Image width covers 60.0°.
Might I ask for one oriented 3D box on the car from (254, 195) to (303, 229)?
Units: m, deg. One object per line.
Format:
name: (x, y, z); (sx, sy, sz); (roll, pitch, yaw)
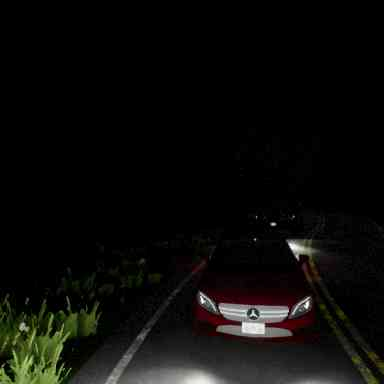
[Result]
car: (4.999, 1.214, 18.842); (2.150, 2.045, 5.566); (-2, -1, 22)

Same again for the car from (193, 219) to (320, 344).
car: (1.229, 1.534, 6.670); (1.812, 1.442, 4.674); (-1, 0, 11)
